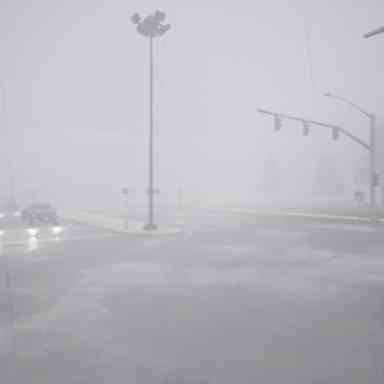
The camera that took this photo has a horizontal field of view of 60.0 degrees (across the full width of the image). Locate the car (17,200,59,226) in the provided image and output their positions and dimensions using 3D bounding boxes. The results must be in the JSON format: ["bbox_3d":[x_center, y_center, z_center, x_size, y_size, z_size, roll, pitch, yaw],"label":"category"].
[{"bbox_3d":[-10.924,1.515,23.813,1.837,1.490,4.892,0,0,-35],"label":"car"}]

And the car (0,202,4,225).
[{"bbox_3d":[-13.752,1.508,21.751,1.837,1.490,4.892,0,0,-35],"label":"car"}]

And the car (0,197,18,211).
[{"bbox_3d":[-21.520,1.364,39.014,2.097,1.767,4.553,0,0,-35],"label":"car"}]
